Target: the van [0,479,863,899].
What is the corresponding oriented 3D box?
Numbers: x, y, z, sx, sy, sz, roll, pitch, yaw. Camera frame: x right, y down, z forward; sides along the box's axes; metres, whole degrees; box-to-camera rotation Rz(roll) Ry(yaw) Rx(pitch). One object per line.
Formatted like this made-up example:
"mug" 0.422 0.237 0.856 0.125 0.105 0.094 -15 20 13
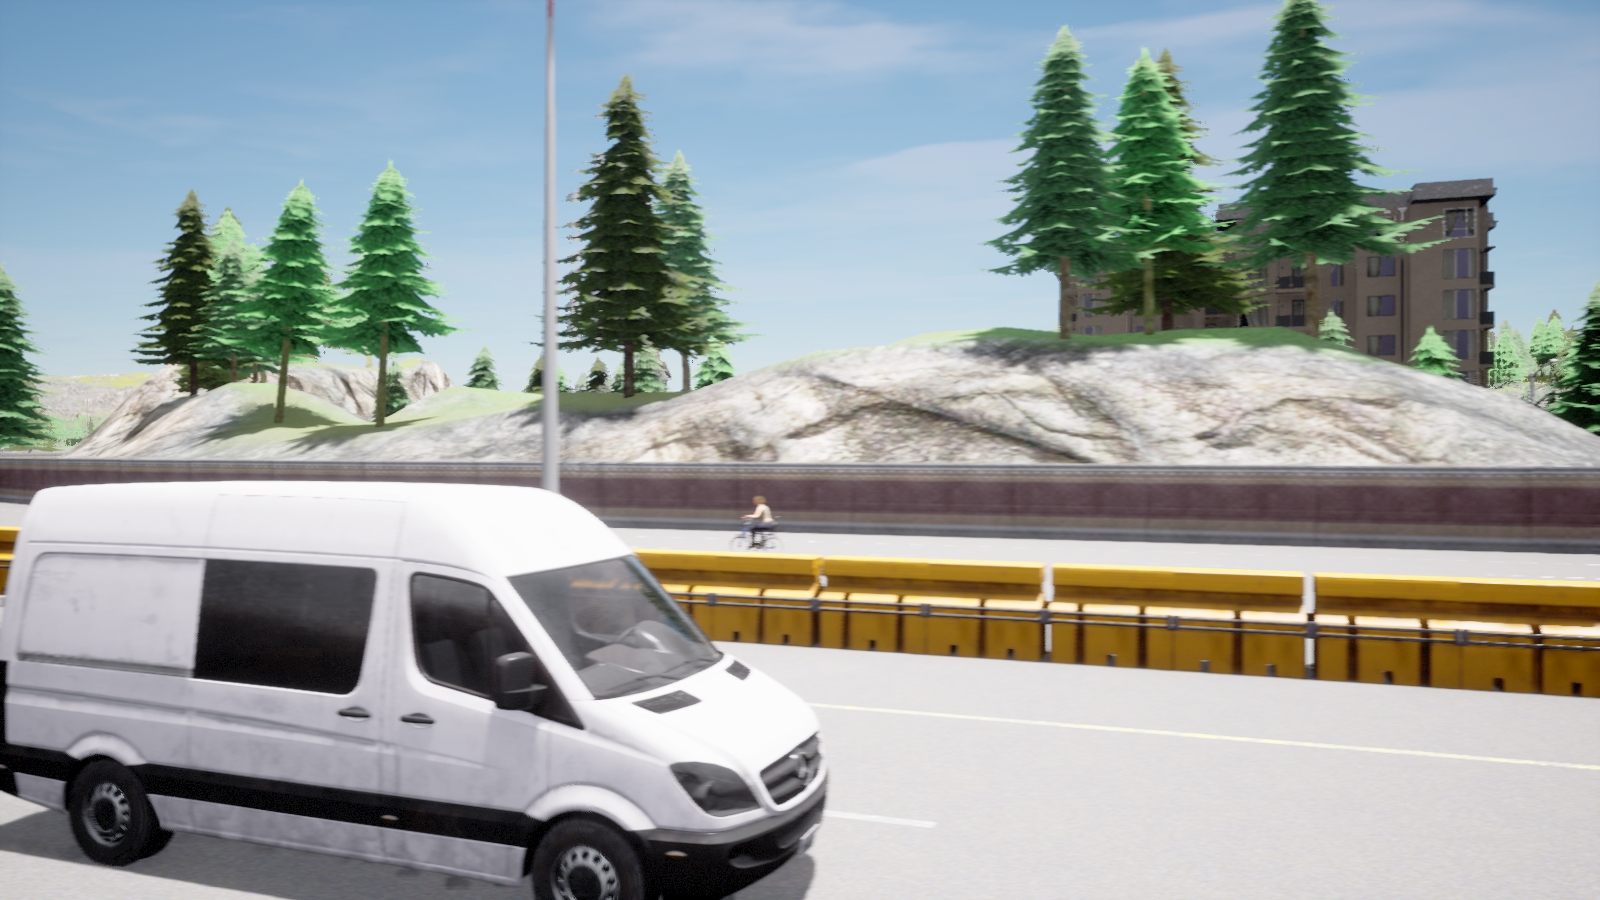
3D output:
"van" -2.687 1.531 7.995 5.915 2.561 1.988 0 0 20
